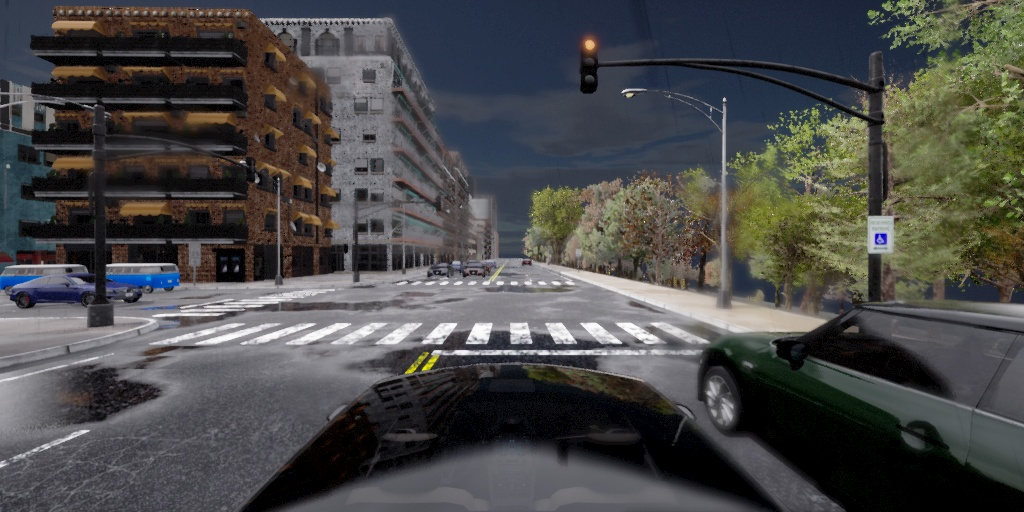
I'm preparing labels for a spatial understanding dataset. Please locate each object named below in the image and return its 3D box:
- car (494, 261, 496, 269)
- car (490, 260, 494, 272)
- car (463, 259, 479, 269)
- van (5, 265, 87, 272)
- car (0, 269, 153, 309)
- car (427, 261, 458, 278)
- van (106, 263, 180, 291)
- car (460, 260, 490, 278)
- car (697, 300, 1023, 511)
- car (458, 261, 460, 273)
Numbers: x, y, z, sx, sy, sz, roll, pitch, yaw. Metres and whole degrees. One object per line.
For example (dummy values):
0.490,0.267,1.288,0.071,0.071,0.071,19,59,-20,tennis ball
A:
-3.498,1.287,56.985,1.812,1.442,4.674,0,0,0,car
-3.471,1.354,42.757,1.895,1.301,4.718,0,0,0,car
-6.746,1.310,59.836,2.033,1.411,5.357,0,0,0,car
-28.379,1.423,21.817,3.998,1.789,1.690,0,0,-1,van
-19.570,1.516,16.164,4.674,1.442,1.812,-1,0,1,car
-6.695,1.315,34.017,1.994,1.385,4.181,0,0,0,car
-22.778,1.349,21.911,3.998,1.789,1.690,0,0,-1,van
-3.444,1.315,33.995,1.994,1.385,4.181,0,0,0,car
3.348,1.102,2.610,2.097,1.767,4.553,0,0,0,car
-6.720,1.279,42.637,1.812,1.442,4.674,0,0,0,car
